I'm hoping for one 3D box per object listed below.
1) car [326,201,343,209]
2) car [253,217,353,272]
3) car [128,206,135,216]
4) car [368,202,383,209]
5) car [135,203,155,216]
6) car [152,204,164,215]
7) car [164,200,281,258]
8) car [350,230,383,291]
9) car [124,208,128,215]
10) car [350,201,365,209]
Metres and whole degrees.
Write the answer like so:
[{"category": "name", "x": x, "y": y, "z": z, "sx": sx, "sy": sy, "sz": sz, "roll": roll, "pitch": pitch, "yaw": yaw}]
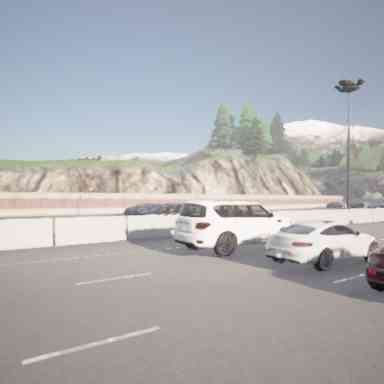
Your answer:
[{"category": "car", "x": 26.245, "y": 2.380, "z": 61.196, "sx": 1.994, "sy": 1.385, "sz": 4.181, "roll": 0, "pitch": -1, "yaw": 43}, {"category": "car", "x": 4.473, "y": 1.673, "z": 11.281, "sx": 4.674, "sy": 1.442, "sz": 1.812, "roll": 1, "pitch": 0, "yaw": -36}, {"category": "car", "x": -3.522, "y": 1.816, "z": 31.639, "sx": 4.181, "sy": 1.385, "sz": 1.994, "roll": 1, "pitch": -1, "yaw": -36}, {"category": "car", "x": 31.439, "y": 2.358, "z": 56.500, "sx": 1.812, "sy": 1.442, "sz": 4.674, "roll": 0, "pitch": -1, "yaw": 43}, {"category": "car", "x": -2.011, "y": 1.743, "z": 28.412, "sx": 4.892, "sy": 1.490, "sz": 1.837, "roll": 1, "pitch": -1, "yaw": -36}, {"category": "car", "x": -0.318, "y": 1.828, "z": 25.314, "sx": 4.718, "sy": 1.301, "sz": 1.895, "roll": 1, "pitch": -1, "yaw": -36}, {"category": "car", "x": 1.887, "y": 1.367, "z": 13.725, "sx": 5.566, "sy": 2.045, "sz": 2.150, "roll": 1, "pitch": 0, "yaw": -36}, {"category": "car", "x": 6.028, "y": 1.659, "z": 8.087, "sx": 4.674, "sy": 1.442, "sz": 1.812, "roll": 1, "pitch": 0, "yaw": -36}, {"category": "car", "x": -4.953, "y": 1.832, "z": 34.922, "sx": 4.181, "sy": 1.385, "sz": 1.994, "roll": 1, "pitch": -1, "yaw": -36}, {"category": "car", "x": 29.155, "y": 2.312, "z": 59.172, "sx": 1.882, "sy": 1.535, "sz": 5.008, "roll": 0, "pitch": 0, "yaw": 43}]
